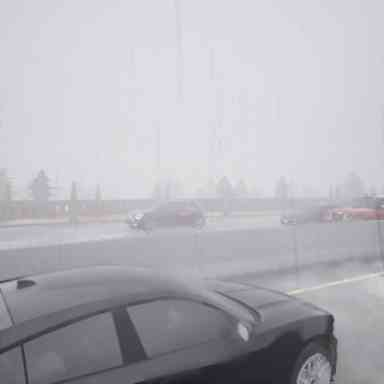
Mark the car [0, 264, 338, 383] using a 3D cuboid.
[{"bbox_3d":[-0.644,1.462,3.120,5.008,1.535,1.882,0,0,-35],"label":"car"}]

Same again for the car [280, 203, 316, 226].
[{"bbox_3d":[7.549,1.439,20.044,4.892,1.490,1.837,0,0,-25],"label":"car"}]

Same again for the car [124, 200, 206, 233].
[{"bbox_3d":[-1.548,1.270,19.207,4.553,1.767,2.097,0,0,-29],"label":"car"}]

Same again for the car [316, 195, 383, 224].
[{"bbox_3d":[9.385,1.172,17.074,5.566,2.045,2.150,0,0,-25],"label":"car"}]
